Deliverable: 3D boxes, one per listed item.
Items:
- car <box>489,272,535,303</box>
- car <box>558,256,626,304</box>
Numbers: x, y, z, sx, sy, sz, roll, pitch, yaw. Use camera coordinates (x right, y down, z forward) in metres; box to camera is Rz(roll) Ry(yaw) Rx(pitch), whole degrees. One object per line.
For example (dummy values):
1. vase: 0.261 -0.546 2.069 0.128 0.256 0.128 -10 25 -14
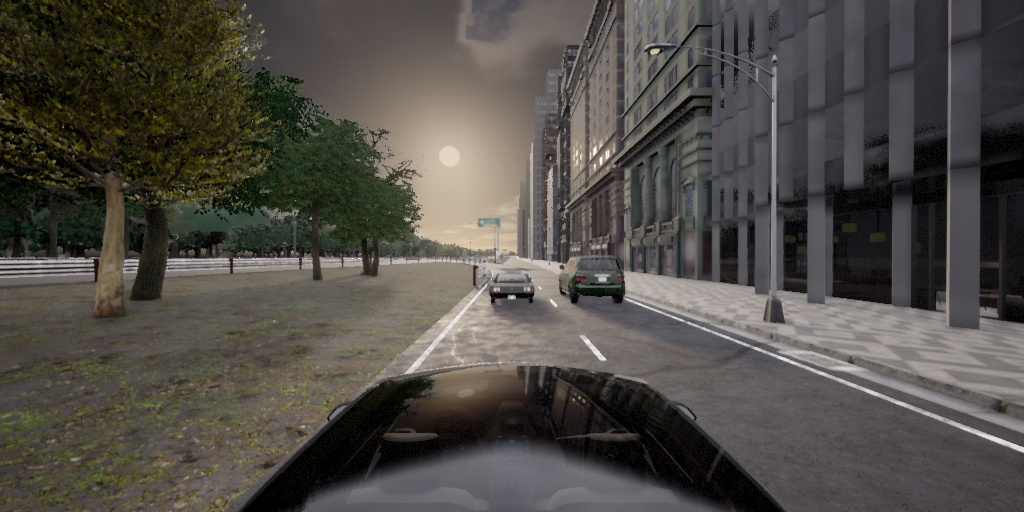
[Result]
1. car: 0.001 1.363 16.531 1.895 1.301 4.718 0 0 0
2. car: 3.500 1.004 16.530 2.150 2.045 5.566 0 0 0
